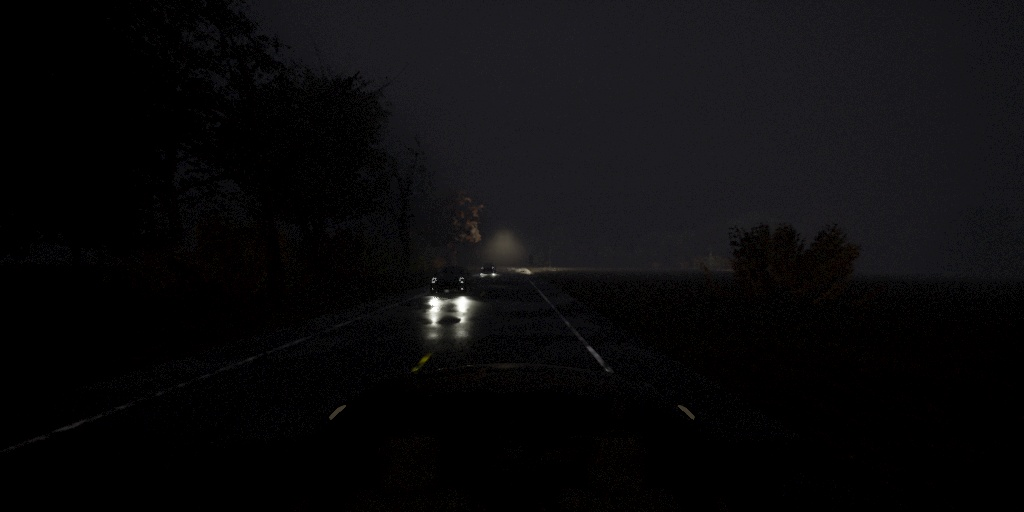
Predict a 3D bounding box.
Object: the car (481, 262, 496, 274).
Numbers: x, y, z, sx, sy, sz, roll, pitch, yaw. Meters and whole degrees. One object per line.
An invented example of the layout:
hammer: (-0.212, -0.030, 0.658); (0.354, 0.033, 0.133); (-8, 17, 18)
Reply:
car: (-3.551, 1.788, 54.737); (2.097, 1.767, 4.553); (0, -1, 0)

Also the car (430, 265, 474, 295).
car: (-3.593, 1.369, 22.002); (2.097, 1.767, 4.553); (0, -1, 0)
